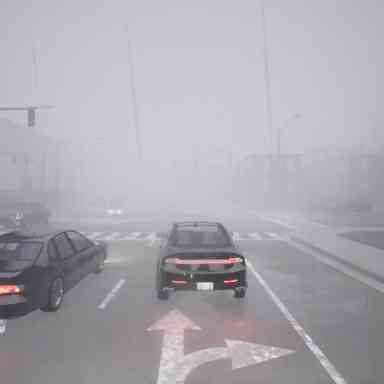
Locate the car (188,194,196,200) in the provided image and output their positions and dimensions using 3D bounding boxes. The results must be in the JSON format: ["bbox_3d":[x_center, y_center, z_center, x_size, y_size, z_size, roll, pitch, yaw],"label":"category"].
[{"bbox_3d":[-0.033,1.354,92.849,2.097,1.767,4.553,0,0,0],"label":"car"}]

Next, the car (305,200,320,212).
[{"bbox_3d":[15.698,1.491,38.710,4.902,1.511,2.128,0,0,0],"label":"car"}]

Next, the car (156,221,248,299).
[{"bbox_3d":[0.112,1.491,8.445,2.128,1.511,4.902,0,0,-3],"label":"car"}]

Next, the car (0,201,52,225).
[{"bbox_3d":[-10.608,1.352,20.804,2.097,1.767,4.553,0,0,0],"label":"car"}]

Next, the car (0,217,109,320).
[{"bbox_3d":[-3.434,1.547,7.639,2.033,1.411,5.357,0,0,0],"label":"car"}]

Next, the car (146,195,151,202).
[{"bbox_3d":[-10.527,1.477,75.627,1.882,1.535,5.008,0,0,0],"label":"car"}]

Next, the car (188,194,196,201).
[{"bbox_3d":[-0.029,1.499,82.458,1.837,1.490,4.892,0,0,0],"label":"car"}]

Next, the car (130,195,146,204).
[{"bbox_3d":[-10.574,1.476,63.408,1.882,1.535,5.008,0,0,1],"label":"car"}]

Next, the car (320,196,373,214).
[{"bbox_3d":[16.528,1.352,35.209,4.553,1.767,2.097,0,0,0],"label":"car"}]

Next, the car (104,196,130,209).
[{"bbox_3d":[-10.321,1.492,46.021,2.128,1.511,4.902,0,0,-4],"label":"car"}]

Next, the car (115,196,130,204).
[{"bbox_3d":[-14.032,1.564,67.235,1.994,1.385,4.181,0,0,0],"label":"car"}]

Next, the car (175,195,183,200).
[{"bbox_3d":[-3.533,1.523,92.864,1.812,1.442,4.674,0,0,0],"label":"car"}]

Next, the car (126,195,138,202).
[{"bbox_3d":[-14.028,1.523,77.739,1.812,1.442,4.674,0,0,0],"label":"car"}]

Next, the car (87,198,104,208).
[{"bbox_3d":[-14.113,1.547,49.867,2.033,1.411,5.357,0,0,0],"label":"car"}]
